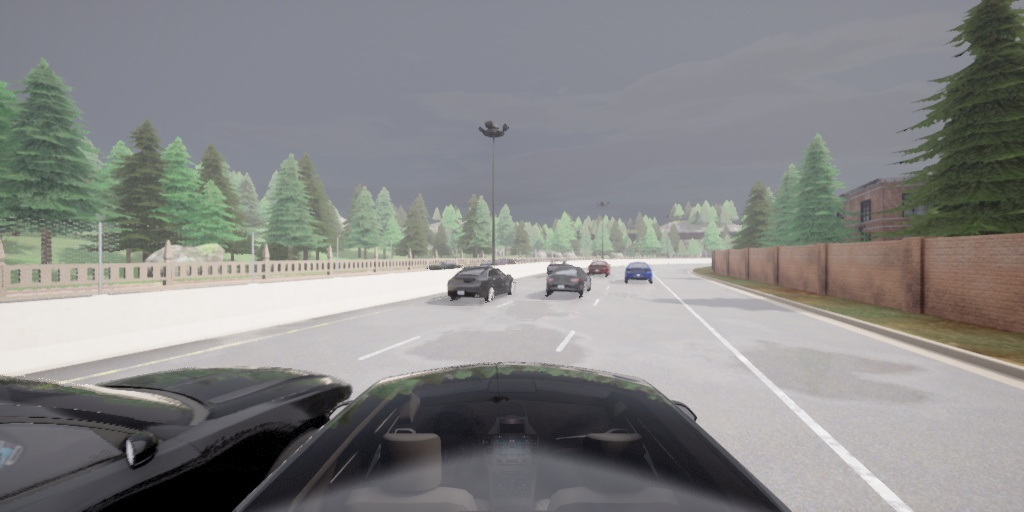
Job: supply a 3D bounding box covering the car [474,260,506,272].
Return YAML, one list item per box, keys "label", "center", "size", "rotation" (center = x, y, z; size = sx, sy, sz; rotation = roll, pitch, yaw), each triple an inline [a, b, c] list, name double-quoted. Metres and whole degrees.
- label: "car"
  center: [-2.677, 1.253, 45.453]
  size: [2.033, 1.411, 5.357]
  rotation: [0, 0, 21]

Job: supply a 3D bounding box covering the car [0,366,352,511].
- label: "car"
  center: [-2.853, 1.227, 1.349]
  size: [1.882, 1.535, 5.008]
  rotation: [0, 0, 19]

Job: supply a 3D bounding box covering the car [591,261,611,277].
- label: "car"
  center: [8.653, 1.197, 35.340]
  size: [1.882, 1.535, 5.008]
  rotation: [0, 0, 19]

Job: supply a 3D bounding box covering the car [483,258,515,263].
- label: "car"
  center: [-1.058, 1.064, 39.754]
  size: [2.097, 1.767, 4.553]
  rotation: [0, 0, 20]

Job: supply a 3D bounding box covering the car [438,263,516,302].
- label: "car"
  center: [-1.301, 1.239, 16.884]
  size: [1.837, 1.490, 4.892]
  rotation: [0, 0, 19]

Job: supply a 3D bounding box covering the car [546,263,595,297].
- label: "car"
  center: [3.007, 1.260, 18.703]
  size: [1.812, 1.442, 4.674]
  rotation: [0, 0, 19]

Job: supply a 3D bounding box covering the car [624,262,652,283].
- label: "car"
  center: [9.705, 1.205, 27.598]
  size: [1.882, 1.535, 5.008]
  rotation: [0, 0, 19]

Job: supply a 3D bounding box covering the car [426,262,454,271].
- label: "car"
  center: [-7.928, 1.308, 41.360]
  size: [1.895, 1.301, 4.718]
  rotation: [0, 0, 20]

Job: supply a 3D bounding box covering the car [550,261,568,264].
- label: "car"
  center: [4.608, 1.210, 34.347]
  size: [2.128, 1.511, 4.902]
  rotation: [0, 0, 19]
